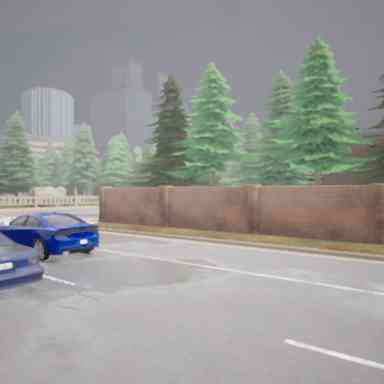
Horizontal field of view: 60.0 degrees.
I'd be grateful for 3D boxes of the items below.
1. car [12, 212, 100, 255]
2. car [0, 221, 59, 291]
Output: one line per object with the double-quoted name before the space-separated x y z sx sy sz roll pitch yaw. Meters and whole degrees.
"car" -5.529 1.462 12.234 5.008 1.535 1.882 0 0 36
"car" -5.794 1.535 8.125 5.357 1.411 2.033 0 0 36
